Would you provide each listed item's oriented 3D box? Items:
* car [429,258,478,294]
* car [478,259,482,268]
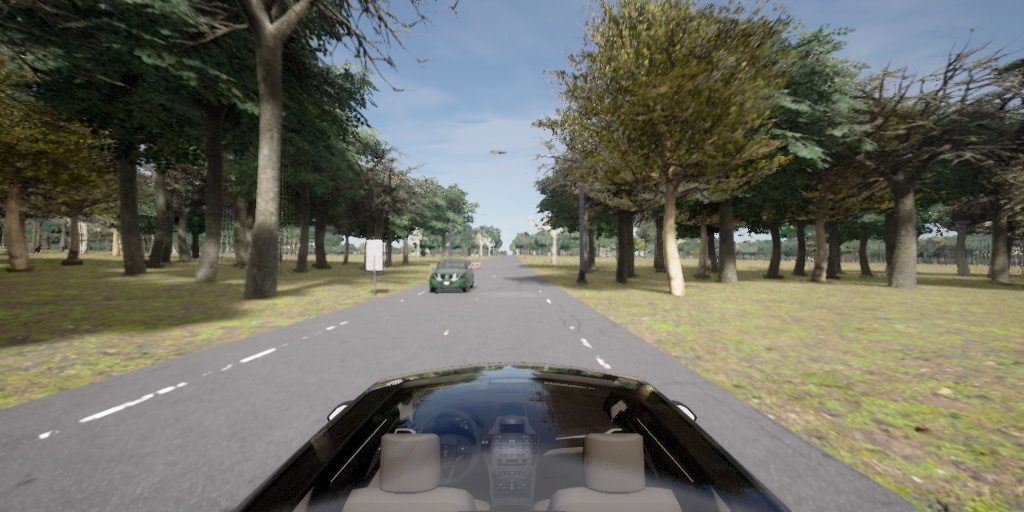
[{"bbox_3d":[-3.610,1.149,22.483,2.150,2.045,5.566,0,0,0],"label":"car"},{"bbox_3d":[-6.571,1.317,64.534,2.097,1.767,4.553,0,0,-5],"label":"car"}]
